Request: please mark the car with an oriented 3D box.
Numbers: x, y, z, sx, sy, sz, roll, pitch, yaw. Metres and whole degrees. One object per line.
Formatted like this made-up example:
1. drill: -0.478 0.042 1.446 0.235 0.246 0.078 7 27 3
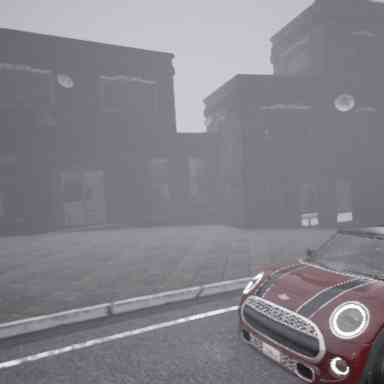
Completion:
1. car: 2.938 1.352 5.122 4.553 1.767 2.097 0 0 -29
